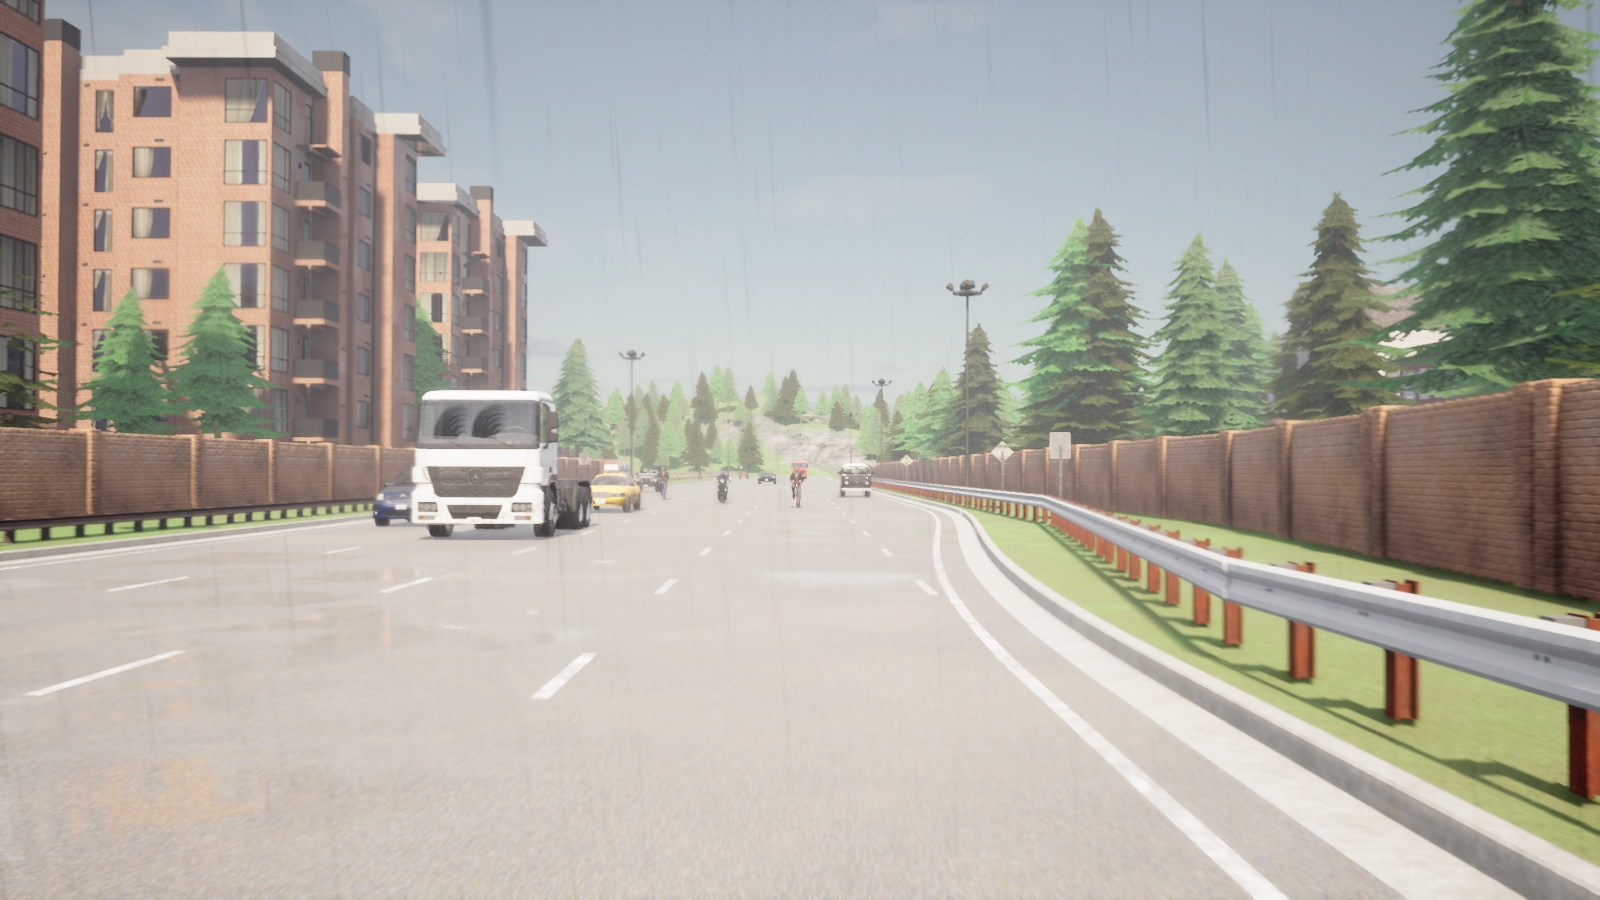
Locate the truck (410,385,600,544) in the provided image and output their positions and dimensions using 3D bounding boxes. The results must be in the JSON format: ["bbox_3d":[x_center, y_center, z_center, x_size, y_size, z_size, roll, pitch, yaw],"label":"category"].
[{"bbox_3d":[-7.080,0.386,31.368,2.891,3.462,7.936,0,-1,0],"label":"truck"}]

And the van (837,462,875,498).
[{"bbox_3d":[3.316,1.782,75.229,2.069,2.038,4.480,0,-1,0],"label":"van"}]

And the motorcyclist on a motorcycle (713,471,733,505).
[{"bbox_3d":[-3.645,1.778,59.533,0.866,1.590,1.817,0,-1,0],"label":"motorcyclist on a motorcycle"}]

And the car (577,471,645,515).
[{"bbox_3d":[-7.116,1.581,47.786,1.801,1.575,5.366,0,-1,0],"label":"car"}]

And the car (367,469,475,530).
[{"bbox_3d":[-10.586,1.346,35.338,1.851,1.617,3.988,0,-1,0],"label":"car"}]

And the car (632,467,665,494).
[{"bbox_3d":[-10.717,2.142,89.064,1.905,1.878,3.866,0,-1,0],"label":"car"}]
